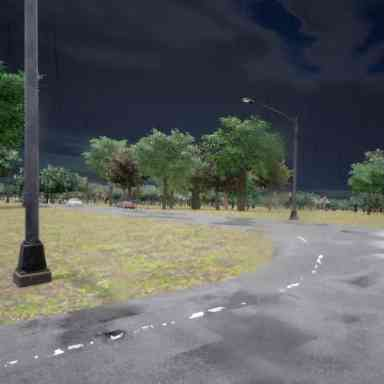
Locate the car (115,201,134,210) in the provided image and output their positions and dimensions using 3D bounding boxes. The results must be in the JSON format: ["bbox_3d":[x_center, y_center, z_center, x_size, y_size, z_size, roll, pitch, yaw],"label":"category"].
[{"bbox_3d":[-11.041,2.134,54.289,1.994,1.385,4.181,4,-3,-35],"label":"car"}]

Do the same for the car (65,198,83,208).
[{"bbox_3d":[-19.059,1.775,53.750,1.812,1.442,4.674,3,-3,-33],"label":"car"}]
